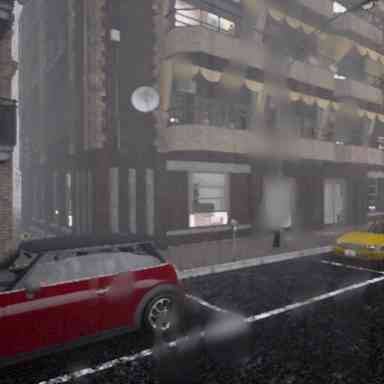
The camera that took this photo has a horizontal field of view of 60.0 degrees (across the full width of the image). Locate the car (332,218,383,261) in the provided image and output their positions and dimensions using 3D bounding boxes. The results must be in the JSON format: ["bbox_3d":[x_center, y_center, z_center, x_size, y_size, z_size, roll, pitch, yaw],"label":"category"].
[{"bbox_3d":[6.688,1.492,11.332,4.829,1.417,1.752,0,0,-35],"label":"car"}]

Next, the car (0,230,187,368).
[{"bbox_3d":[-2.174,1.437,5.015,4.097,1.590,1.967,0,0,-35],"label":"car"}]
